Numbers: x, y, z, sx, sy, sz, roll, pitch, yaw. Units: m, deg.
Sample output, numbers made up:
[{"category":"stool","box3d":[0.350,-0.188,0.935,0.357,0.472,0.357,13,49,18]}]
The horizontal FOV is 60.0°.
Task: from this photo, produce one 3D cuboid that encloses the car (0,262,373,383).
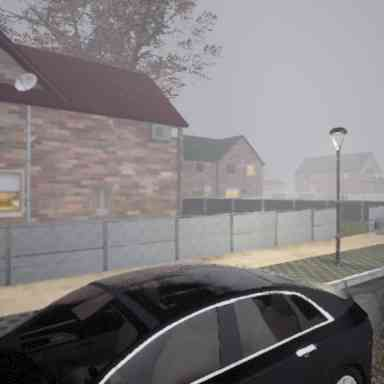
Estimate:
[{"category":"car","box3d":[-0.334,1.502,2.834,4.892,1.490,1.837,0,0,-35]}]
